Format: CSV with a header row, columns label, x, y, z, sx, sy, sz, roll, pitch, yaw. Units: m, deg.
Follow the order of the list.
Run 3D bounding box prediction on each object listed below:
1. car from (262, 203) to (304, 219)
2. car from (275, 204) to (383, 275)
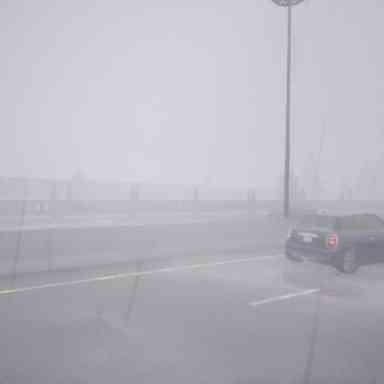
label,x,y,z,sx,sy,sz,roll,pitch,yaw
car,8.221,1.638,27.874,4.902,1.511,2.128,1,0,-22
car,5.236,1.414,10.775,4.553,1.767,2.097,1,0,-29
